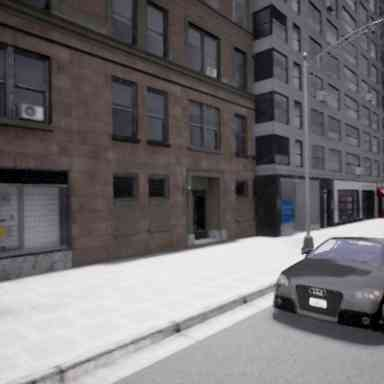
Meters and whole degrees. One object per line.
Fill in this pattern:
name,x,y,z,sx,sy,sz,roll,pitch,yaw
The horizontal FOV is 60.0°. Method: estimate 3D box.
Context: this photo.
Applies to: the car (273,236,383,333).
car,3.431,1.651,6.969,1.994,1.385,4.181,-2,-1,43
